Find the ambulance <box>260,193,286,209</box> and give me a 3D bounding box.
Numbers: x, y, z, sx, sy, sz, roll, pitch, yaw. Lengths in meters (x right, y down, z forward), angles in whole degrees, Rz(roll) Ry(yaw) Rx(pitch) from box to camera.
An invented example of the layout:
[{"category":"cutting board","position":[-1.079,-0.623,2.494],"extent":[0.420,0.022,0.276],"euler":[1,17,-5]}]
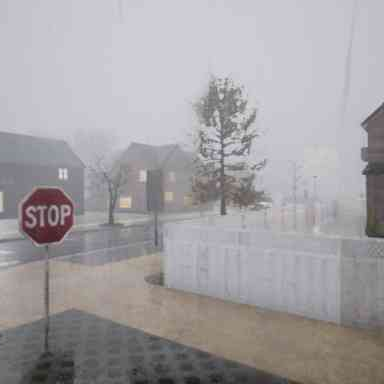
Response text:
[{"category":"ambulance","position":[8.910,1.298,38.773],"extent":[2.351,2.431,6.366],"euler":[-1,-1,34]}]
